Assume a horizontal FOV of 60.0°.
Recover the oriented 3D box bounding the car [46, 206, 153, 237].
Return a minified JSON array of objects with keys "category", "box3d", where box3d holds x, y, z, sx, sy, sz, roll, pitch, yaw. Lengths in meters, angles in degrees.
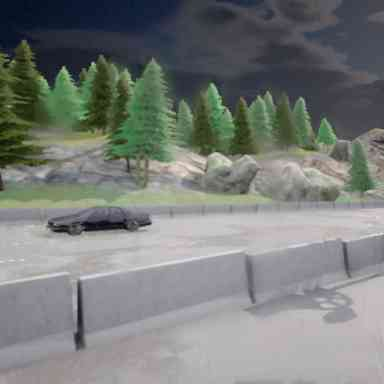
[{"category":"car","box3d":[-4.759,1.456,17.695,5.357,1.411,2.033,0,0,-34]}]
